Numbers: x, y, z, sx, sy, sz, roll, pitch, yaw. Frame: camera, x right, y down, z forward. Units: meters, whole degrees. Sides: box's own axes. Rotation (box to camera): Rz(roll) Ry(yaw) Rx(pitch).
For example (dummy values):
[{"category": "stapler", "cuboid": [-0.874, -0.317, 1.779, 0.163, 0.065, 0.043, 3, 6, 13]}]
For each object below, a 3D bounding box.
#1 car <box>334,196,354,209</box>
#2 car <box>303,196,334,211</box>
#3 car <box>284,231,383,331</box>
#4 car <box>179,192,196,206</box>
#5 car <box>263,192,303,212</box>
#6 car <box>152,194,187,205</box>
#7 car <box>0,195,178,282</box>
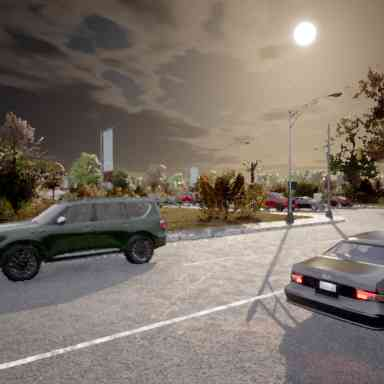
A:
[{"category": "car", "cuboid": [17.698, 1.241, 42.005, 1.882, 1.535, 5.008, -1, 0, -38]}, {"category": "car", "cuboid": [12.629, 1.304, 36.986, 2.128, 1.511, 4.902, -1, 0, -39]}, {"category": "car", "cuboid": [4.176, 1.528, 6.746, 5.357, 1.411, 2.033, 0, 0, -36]}, {"category": "car", "cuboid": [-0.081, 1.042, 52.723, 2.150, 2.045, 5.566, -1, 0, -39]}, {"category": "car", "cuboid": [8.750, 1.059, 36.252, 2.150, 2.045, 5.566, -1, 0, -37]}, {"category": "car", "cuboid": [-3.605, 1.393, 51.519, 2.033, 1.411, 5.357, -1, 0, -39]}, {"category": "car", "cuboid": [-3.417, 1.218, 10.160, 5.566, 2.045, 2.150, 0, 0, -36]}]
